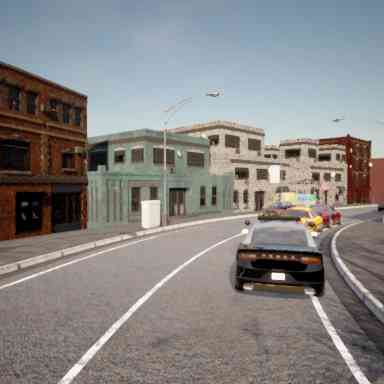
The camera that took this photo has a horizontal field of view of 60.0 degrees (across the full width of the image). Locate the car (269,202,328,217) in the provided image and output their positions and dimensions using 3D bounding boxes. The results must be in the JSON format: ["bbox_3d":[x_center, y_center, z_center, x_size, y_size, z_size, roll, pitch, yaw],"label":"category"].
[{"bbox_3d":[5.796,1.470,17.656,1.801,1.575,5.366,1,0,28],"label":"car"}]

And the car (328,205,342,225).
[{"bbox_3d":[8.689,1.556,22.248,1.812,1.442,4.674,1,0,36],"label":"car"}]

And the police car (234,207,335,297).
[{"bbox_3d":[2.323,1.427,8.912,1.930,1.638,5.238,0,0,15],"label":"police car"}]

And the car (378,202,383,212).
[{"bbox_3d":[24.047,1.681,40.147,4.181,1.385,1.994,0,1,-44],"label":"car"}]
